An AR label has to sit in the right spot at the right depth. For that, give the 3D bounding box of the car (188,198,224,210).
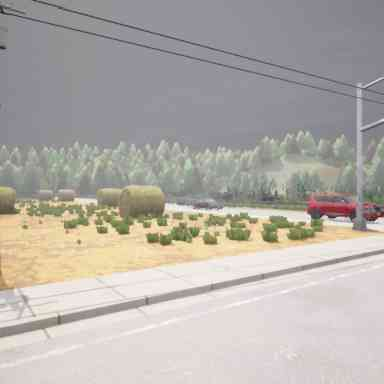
[{"bbox_3d":[1.869,1.491,40.223,1.812,1.442,4.674,0,0,-33],"label":"car"}]

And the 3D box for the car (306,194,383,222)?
[{"bbox_3d":[11.414,1.187,25.305,2.150,2.045,5.566,0,0,-33],"label":"car"}]

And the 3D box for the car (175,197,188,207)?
[{"bbox_3d":[-0.906,1.529,51.375,1.994,1.385,4.181,0,0,-33],"label":"car"}]
